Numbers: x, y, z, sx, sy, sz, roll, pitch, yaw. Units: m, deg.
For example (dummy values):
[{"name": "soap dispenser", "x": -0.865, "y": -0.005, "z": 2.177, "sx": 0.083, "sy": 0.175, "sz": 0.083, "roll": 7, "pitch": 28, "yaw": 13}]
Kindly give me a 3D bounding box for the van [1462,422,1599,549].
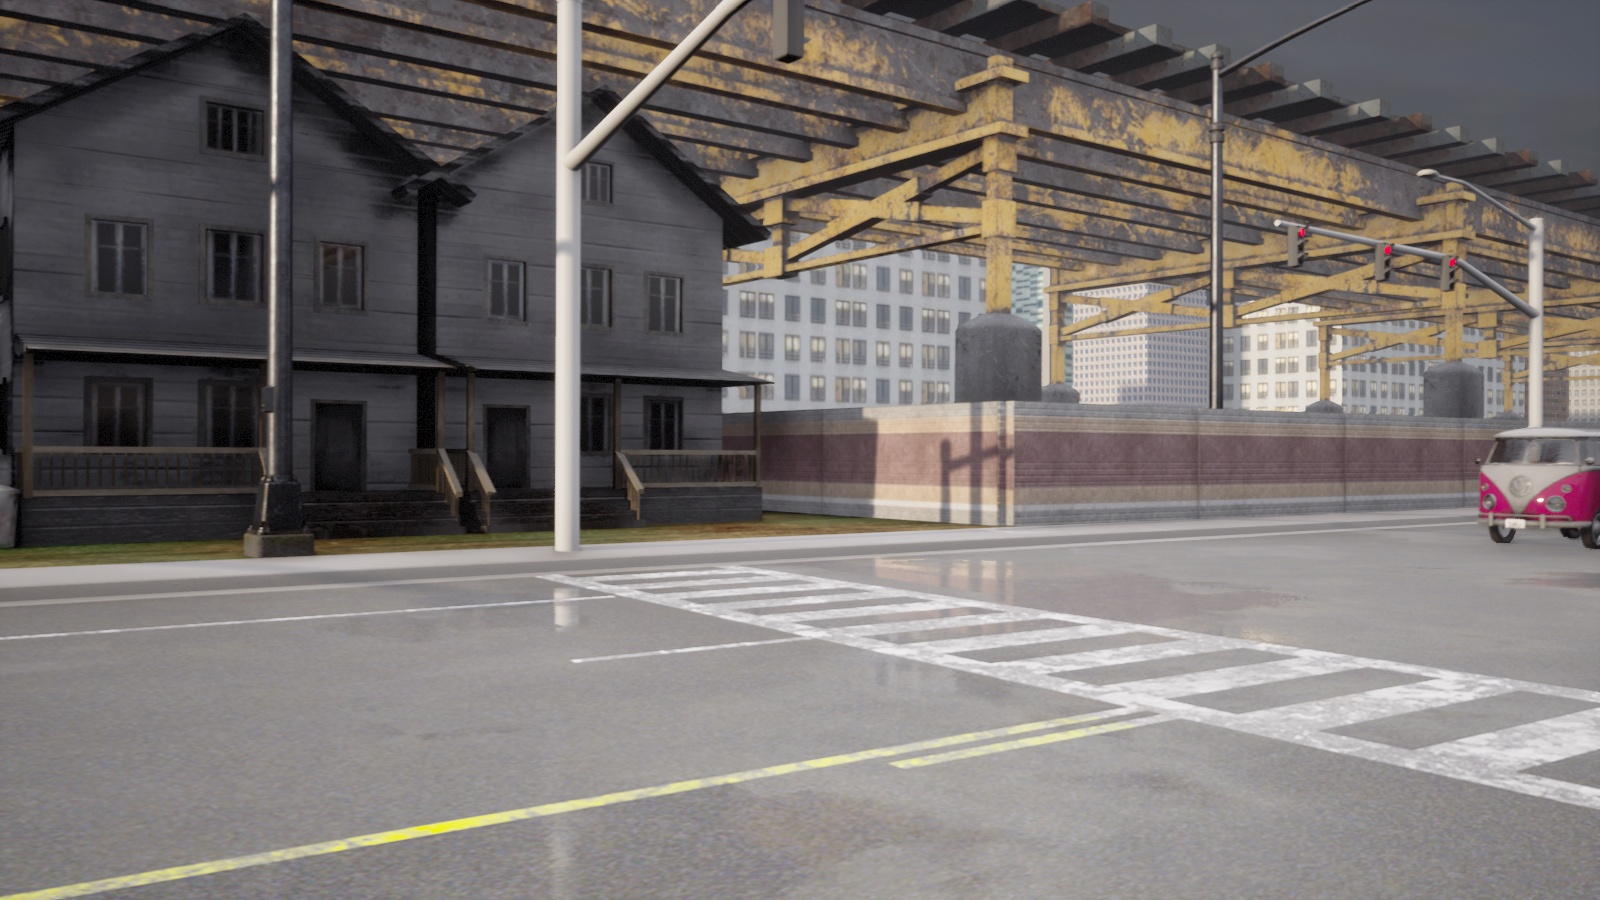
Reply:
[{"name": "van", "x": 13.442, "y": 0.565, "z": 21.631, "sx": 4.442, "sy": 1.987, "sz": 1.775, "roll": 0, "pitch": 0, "yaw": -35}]
